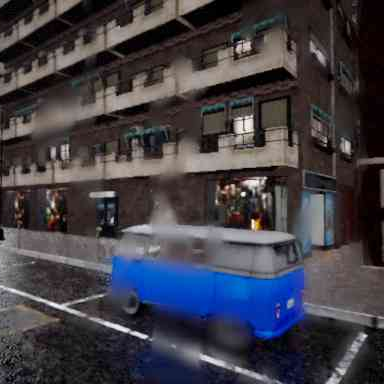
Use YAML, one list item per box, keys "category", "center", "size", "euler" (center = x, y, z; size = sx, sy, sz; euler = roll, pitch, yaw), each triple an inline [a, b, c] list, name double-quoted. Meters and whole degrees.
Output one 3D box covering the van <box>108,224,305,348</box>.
- category: "van"
  center: [0.107, 1.570, 6.458]
  size: [3.998, 1.788, 1.690]
  euler: [-1, -3, 37]
